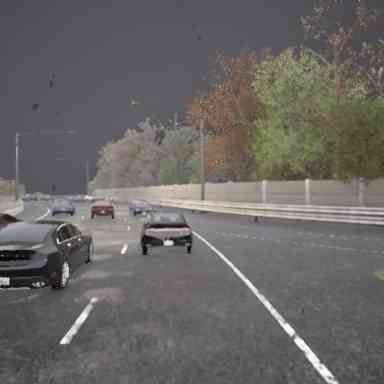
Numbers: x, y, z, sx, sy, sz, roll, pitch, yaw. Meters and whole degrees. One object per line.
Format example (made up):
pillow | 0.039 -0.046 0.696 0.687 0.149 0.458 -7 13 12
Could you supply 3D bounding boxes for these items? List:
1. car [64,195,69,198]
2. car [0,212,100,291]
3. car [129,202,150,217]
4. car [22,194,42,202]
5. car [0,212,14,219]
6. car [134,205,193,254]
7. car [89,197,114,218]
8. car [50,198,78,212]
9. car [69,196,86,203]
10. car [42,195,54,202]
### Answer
car | -26.876 1.456 74.147 1.895 1.301 4.718 0 0 -29
car | -3.950 1.511 8.947 1.837 1.490 4.892 0 0 -5
car | -4.978 1.608 31.951 1.895 1.301 4.718 0 0 -17
car | -33.984 1.229 69.768 2.097 1.767 4.553 0 0 -44
car | -8.062 1.540 13.436 1.812 1.442 4.674 0 0 -7
car | -1.092 1.493 13.523 2.128 1.511 4.902 0 0 -7
car | -8.012 1.491 29.724 1.882 1.535 5.008 0 0 -16
car | -12.792 1.586 33.285 1.994 1.385 4.181 0 0 -18
car | -23.307 1.635 68.281 1.895 1.301 4.718 0 0 -32
car | -31.379 1.393 72.104 1.812 1.442 4.674 0 0 -44
